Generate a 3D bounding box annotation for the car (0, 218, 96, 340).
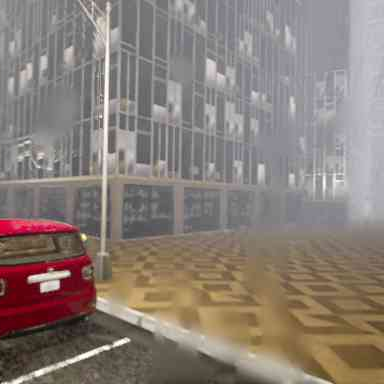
[{"bbox_3d":[-3.781,1.410,6.254,5.009,1.841,2.192,0,-2,42],"label":"car"}]
